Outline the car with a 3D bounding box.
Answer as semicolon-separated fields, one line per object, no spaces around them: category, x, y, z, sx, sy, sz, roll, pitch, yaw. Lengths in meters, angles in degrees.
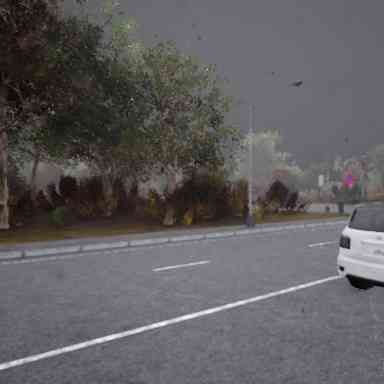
car;5.705;1.209;7.819;5.566;2.045;2.150;0;0;-36
